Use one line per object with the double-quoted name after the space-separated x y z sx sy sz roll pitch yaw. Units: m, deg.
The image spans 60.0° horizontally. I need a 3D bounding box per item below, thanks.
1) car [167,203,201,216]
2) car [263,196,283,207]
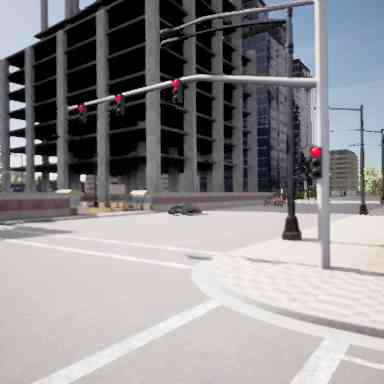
-0.772 1.833 35.979 1.994 1.385 4.181 -1 0 36 "car"
13.608 1.510 55.911 2.097 1.767 4.553 -1 -1 36 "car"
